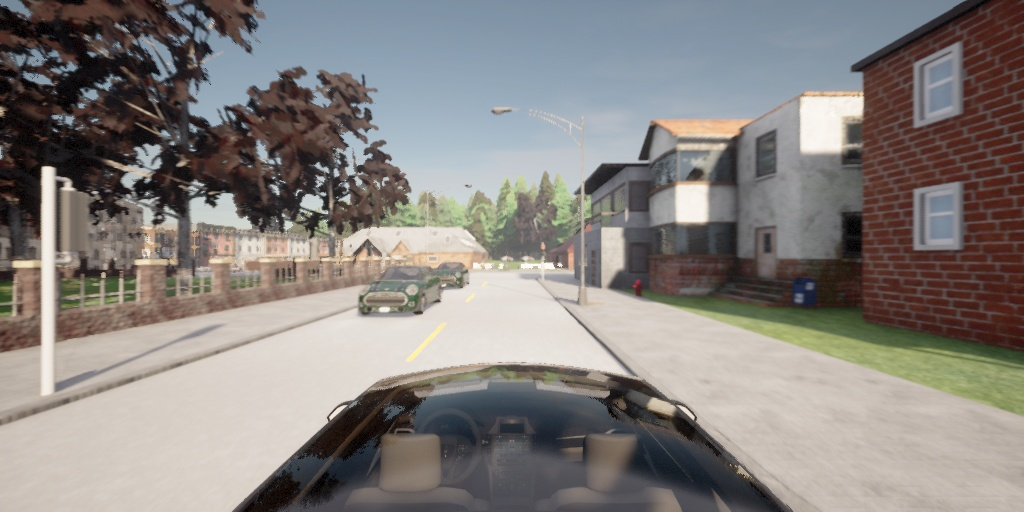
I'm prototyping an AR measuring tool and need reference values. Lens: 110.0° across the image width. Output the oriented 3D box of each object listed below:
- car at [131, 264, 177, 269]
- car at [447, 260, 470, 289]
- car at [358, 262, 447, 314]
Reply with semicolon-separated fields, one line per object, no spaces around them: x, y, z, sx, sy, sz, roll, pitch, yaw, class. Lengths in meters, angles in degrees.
-40.068;1.309;40.516;5.008;1.535;1.882;0;0;0;car
-4.050;1.149;23.757;2.097;1.767;4.553;0;0;0;car
-4.068;1.127;13.737;2.097;1.767;4.553;0;0;0;car
